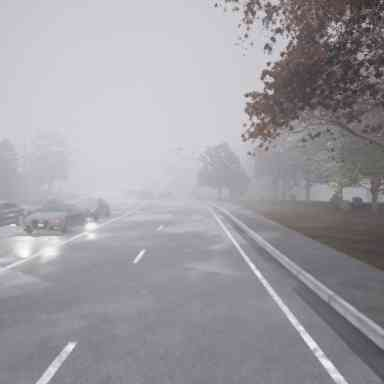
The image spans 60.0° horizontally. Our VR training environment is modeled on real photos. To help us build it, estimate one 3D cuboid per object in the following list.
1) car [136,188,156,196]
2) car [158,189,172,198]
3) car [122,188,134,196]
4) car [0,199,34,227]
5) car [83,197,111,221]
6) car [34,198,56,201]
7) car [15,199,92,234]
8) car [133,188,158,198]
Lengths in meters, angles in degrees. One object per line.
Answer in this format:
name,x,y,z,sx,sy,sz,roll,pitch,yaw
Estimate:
car,-9.506,-0.080,68.578,2.128,1.511,4.902,1,1,-35
car,-5.049,0.273,59.549,2.128,1.511,4.902,1,1,-25
car,-12.483,-0.075,66.731,1.882,1.535,5.008,1,1,-35
car,-10.490,1.231,17.334,1.837,1.490,4.892,0,1,0
car,-7.002,1.112,23.256,1.812,1.442,4.674,0,1,1
car,-10.499,1.122,23.443,2.033,1.411,5.357,0,1,0
car,-6.990,1.294,17.349,1.994,1.385,4.181,0,1,0
car,-8.067,0.248,57.650,2.128,1.511,4.902,1,1,-25
